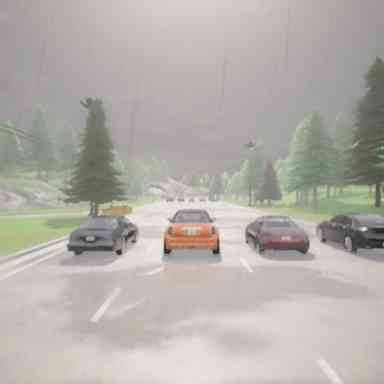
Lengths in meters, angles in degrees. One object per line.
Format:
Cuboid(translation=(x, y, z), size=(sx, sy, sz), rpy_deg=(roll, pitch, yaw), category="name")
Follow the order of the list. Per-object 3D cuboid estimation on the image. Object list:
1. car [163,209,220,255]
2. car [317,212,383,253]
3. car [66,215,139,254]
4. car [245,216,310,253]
Cuboid(translation=(-0.009, 1.482, 14.082), size=(2.097, 1.767, 4.553), rpy_deg=(0, -1, 0), category="car")
Cuboid(translation=(6.992, 1.641, 14.315), size=(1.837, 1.490, 4.892), rpy_deg=(0, 0, 0), category="car")
Cuboid(translation=(-3.510, 1.678, 13.985), size=(2.033, 1.411, 5.357), rpy_deg=(0, 0, 0), category="car")
Cuboid(translation=(3.492, 1.698, 14.298), size=(1.994, 1.385, 4.181), rpy_deg=(0, 0, 0), category="car")
